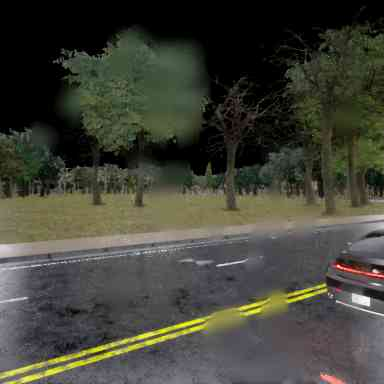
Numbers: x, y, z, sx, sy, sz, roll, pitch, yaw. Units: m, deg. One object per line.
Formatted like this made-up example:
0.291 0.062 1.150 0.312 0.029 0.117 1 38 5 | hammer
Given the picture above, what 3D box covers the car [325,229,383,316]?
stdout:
4.713 1.505 6.816 4.892 1.490 1.837 0 0 -36 | car
